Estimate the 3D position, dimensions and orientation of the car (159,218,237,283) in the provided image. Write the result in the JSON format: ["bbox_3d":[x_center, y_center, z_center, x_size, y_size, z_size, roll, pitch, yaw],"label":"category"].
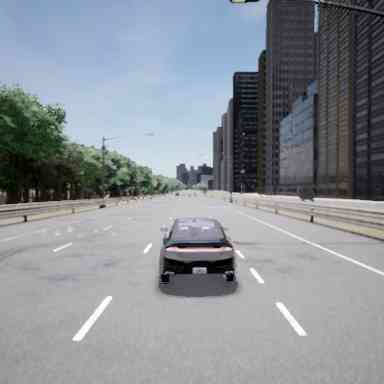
[{"bbox_3d":[0.088,1.486,9.671,2.128,1.511,4.902,0,0,-2],"label":"car"}]
